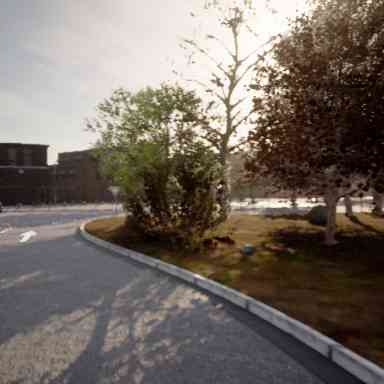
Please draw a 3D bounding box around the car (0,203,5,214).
[{"bbox_3d":[-22.528,1.509,35.217,4.553,1.767,2.097,-1,1,3],"label":"car"}]
